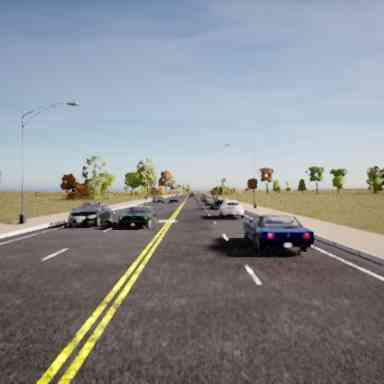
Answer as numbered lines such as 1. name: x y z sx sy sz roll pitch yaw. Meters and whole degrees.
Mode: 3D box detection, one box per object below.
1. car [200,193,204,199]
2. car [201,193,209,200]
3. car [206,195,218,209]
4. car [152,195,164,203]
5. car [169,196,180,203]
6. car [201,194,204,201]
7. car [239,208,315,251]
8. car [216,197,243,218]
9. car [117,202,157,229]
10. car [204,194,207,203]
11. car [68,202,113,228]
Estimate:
1. car: 3.286 1.309 74.837 2.033 1.411 5.357 0 0 0
2. car: 3.291 1.179 86.027 1.801 1.575 5.366 0 0 0
3. car: 3.270 1.363 41.837 2.128 1.511 4.902 0 0 0
4. car: -6.497 1.299 63.248 2.128 1.511 4.902 0 0 1
5. car: -3.244 1.356 61.455 2.033 1.411 5.357 0 0 1
6. car: 3.280 1.400 63.868 1.895 1.301 4.718 0 0 0
7. car: 3.354 1.560 13.831 1.895 1.301 4.718 0 0 0
8. car: 3.362 1.440 28.651 1.812 1.442 4.674 0 0 0
9. car: -3.340 1.539 21.016 1.895 1.301 4.718 0 0 0
10. car: 3.275 1.292 53.027 1.801 1.575 5.366 0 0 0
11. car: -6.589 1.427 21.936 2.128 1.511 4.902 0 0 0
